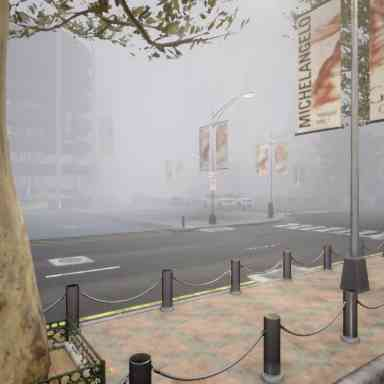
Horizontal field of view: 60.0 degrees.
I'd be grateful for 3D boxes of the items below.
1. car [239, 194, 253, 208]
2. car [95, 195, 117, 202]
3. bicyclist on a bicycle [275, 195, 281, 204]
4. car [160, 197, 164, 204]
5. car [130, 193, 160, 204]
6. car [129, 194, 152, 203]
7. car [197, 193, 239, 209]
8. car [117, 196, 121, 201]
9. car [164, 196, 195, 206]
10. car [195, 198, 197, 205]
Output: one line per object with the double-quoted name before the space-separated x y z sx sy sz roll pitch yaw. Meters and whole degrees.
"car" 6.417 1.221 48.580 2.150 2.045 5.566 0 0 -35
"car" -20.492 1.450 76.302 4.892 1.490 1.837 0 0 12
"bicyclist on a bicycle" 15.726 1.300 60.483 1.656 1.620 0.582 0 0 -36
"car" -5.776 1.601 63.976 4.718 1.301 1.895 0 0 43
"car" -9.099 1.221 62.284 5.566 2.045 2.150 0 0 40
"car" -11.251 1.355 72.586 4.553 1.767 2.097 0 0 26
"car" 3.562 1.221 46.556 2.150 2.045 5.566 0 0 -35
"car" -19.528 1.418 79.666 5.008 1.535 1.882 0 0 12
"car" -2.156 1.505 54.465 1.837 1.490 4.892 0 0 -37
"car" 0.705 1.601 56.505 1.895 1.301 4.718 0 0 -37
